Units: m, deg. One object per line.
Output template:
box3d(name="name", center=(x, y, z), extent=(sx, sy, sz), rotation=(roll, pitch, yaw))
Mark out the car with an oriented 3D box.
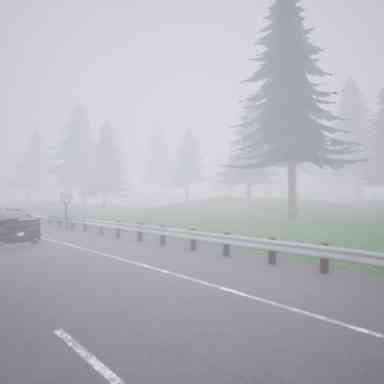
box3d(name="car", center=(-8.236, 1.432, 14.405), extent=(1.882, 1.535, 5.008), rotation=(-2, 1, -44))
